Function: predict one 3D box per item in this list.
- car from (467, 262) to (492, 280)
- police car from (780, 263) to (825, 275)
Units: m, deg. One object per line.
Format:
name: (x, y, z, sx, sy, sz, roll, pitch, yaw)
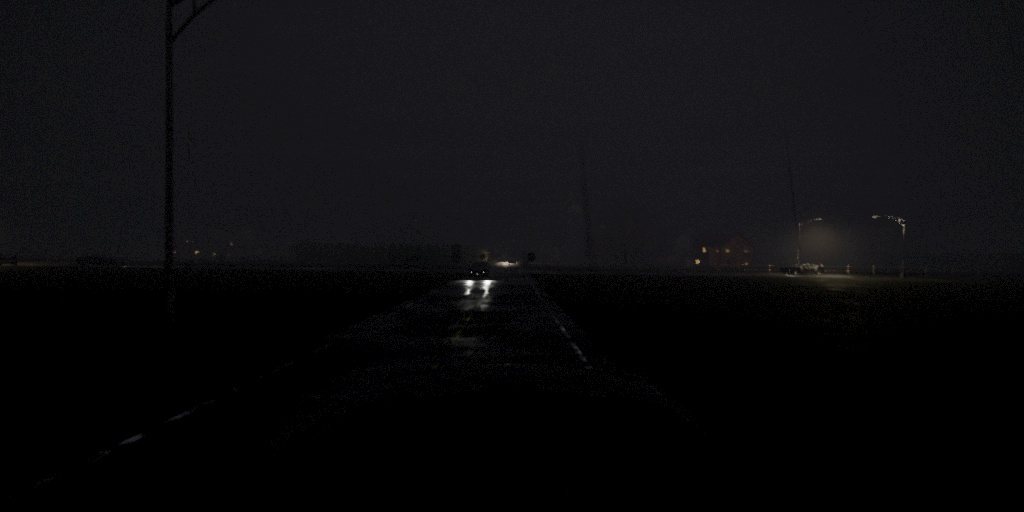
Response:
car: (-2.785, 1.250, 31.579, 1.837, 1.490, 4.892, 0, -1, 1)
police car: (39.007, 1.715, 48.282, 5.238, 1.638, 1.930, 1, 1, 0)
